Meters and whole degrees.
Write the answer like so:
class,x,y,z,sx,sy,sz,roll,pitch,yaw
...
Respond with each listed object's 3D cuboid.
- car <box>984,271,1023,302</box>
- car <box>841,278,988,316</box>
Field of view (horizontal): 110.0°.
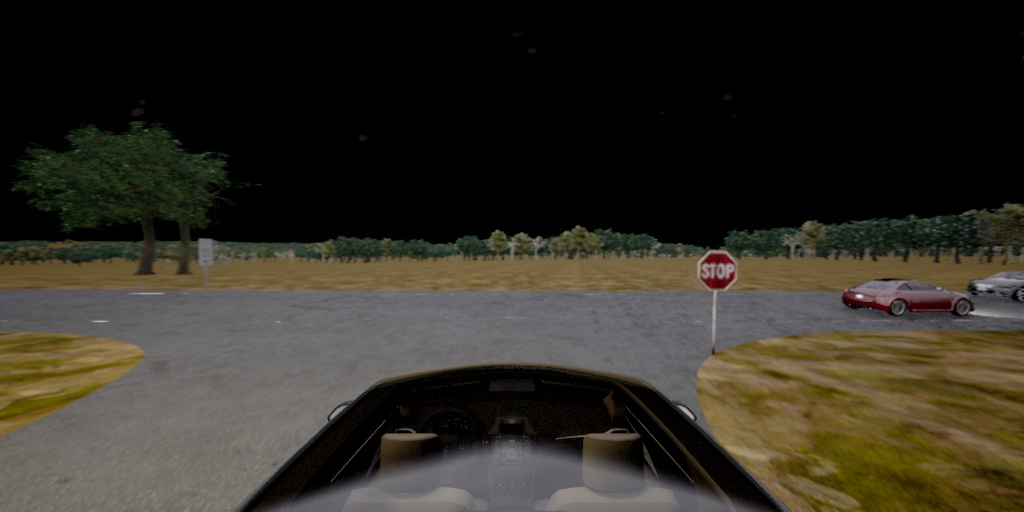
class,x,y,z,sx,sy,sz,roll,pitch,yaw
car,27.528,1.566,19.306,4.902,1.511,2.128,1,3,-5
car,16.298,1.639,14.873,4.181,1.385,1.994,0,2,-3
